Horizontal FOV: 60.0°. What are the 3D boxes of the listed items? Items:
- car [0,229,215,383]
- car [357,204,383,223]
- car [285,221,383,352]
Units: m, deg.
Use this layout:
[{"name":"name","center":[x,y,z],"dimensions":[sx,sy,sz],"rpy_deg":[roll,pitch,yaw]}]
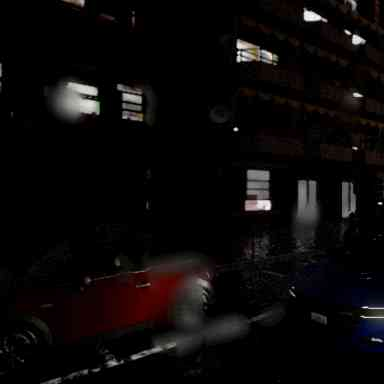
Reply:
[{"name":"car","center":[-1.677,1.443,5.356],"dimensions":[4.097,1.590,1.967],"rpy_deg":[0,0,-35]},{"name":"car","center":[7.588,1.339,11.963],"dimensions":[5.009,1.841,2.192],"rpy_deg":[0,0,-35]},{"name":"car","center":[3.808,1.489,6.094],"dimensions":[5.008,1.535,1.882],"rpy_deg":[0,0,-35]}]
